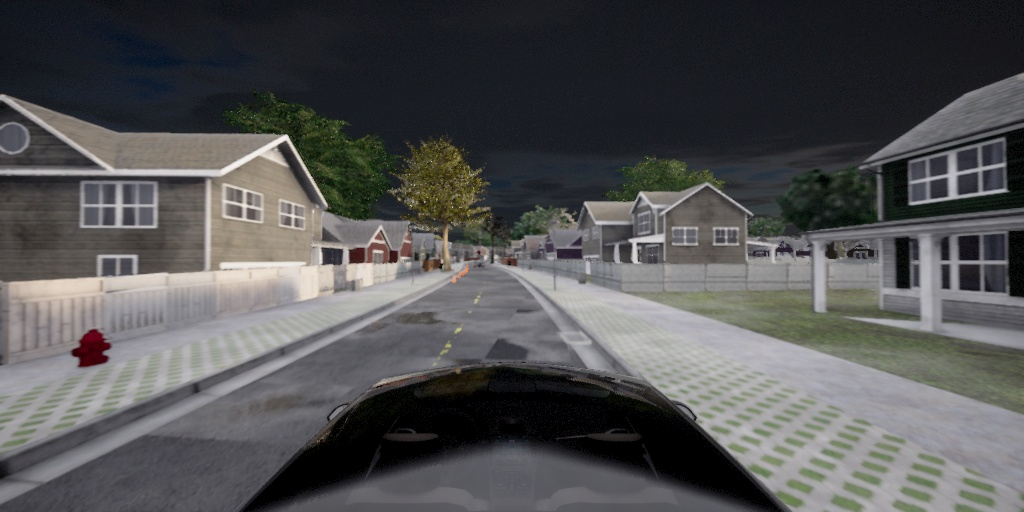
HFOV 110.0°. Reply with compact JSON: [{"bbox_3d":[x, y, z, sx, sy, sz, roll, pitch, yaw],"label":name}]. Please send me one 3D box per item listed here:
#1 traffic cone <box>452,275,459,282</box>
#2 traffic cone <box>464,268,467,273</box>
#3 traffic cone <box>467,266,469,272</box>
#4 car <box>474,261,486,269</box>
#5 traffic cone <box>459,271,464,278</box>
[{"bbox_3d":[-4.603,1.754,28.452,0.340,0.580,0.340,0,0,-3],"label":"traffic cone"},{"bbox_3d":[-5.253,1.790,38.381,0.340,0.580,0.340,0,0,-4],"label":"traffic cone"},{"bbox_3d":[-5.652,1.812,43.341,0.340,0.580,0.340,0,0,-5],"label":"traffic cone"},{"bbox_3d":[-5.806,1.526,63.827,1.994,1.385,4.181,0,0,-7],"label":"car"},{"bbox_3d":[-4.904,1.771,33.418,0.340,0.580,0.340,0,0,-4],"label":"traffic cone"}]
